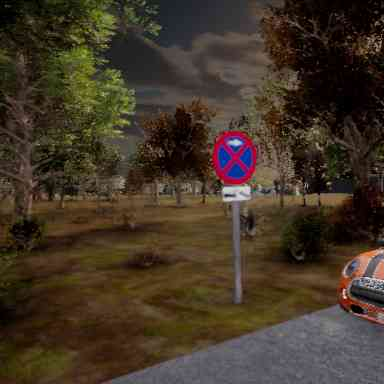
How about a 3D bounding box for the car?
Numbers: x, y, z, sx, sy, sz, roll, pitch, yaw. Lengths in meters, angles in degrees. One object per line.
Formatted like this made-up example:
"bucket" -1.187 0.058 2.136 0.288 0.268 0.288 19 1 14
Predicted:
"car" 4.850 1.348 6.280 4.553 1.767 2.097 0 0 -33
